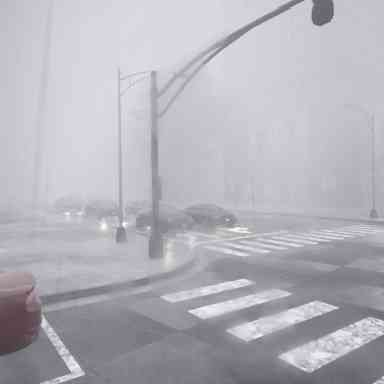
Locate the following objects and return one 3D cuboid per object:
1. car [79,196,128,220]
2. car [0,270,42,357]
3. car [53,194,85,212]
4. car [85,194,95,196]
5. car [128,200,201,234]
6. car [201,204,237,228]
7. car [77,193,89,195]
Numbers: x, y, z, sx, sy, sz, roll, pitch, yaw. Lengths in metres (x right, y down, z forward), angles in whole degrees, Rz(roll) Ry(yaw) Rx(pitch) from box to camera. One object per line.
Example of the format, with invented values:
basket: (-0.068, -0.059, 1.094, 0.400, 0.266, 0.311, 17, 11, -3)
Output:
car: (-7.387, 1.339, 27.361, 1.882, 1.535, 5.008, -1, 1, -35)
car: (-4.144, 1.545, 3.702, 4.507, 1.381, 1.887, 0, -1, -36)
car: (-13.586, 1.323, 36.052, 2.033, 1.411, 5.357, -1, 1, -36)
car: (-9.814, 1.269, 36.370, 1.812, 1.442, 4.674, -1, 1, -36)
car: (-1.747, 1.466, 19.449, 1.812, 1.442, 4.674, -1, 1, -35)
car: (0.933, 1.457, 21.309, 1.994, 1.385, 4.181, -1, 1, -36)
car: (-16.103, 1.010, 45.234, 2.097, 1.767, 4.553, -1, 1, -35)
